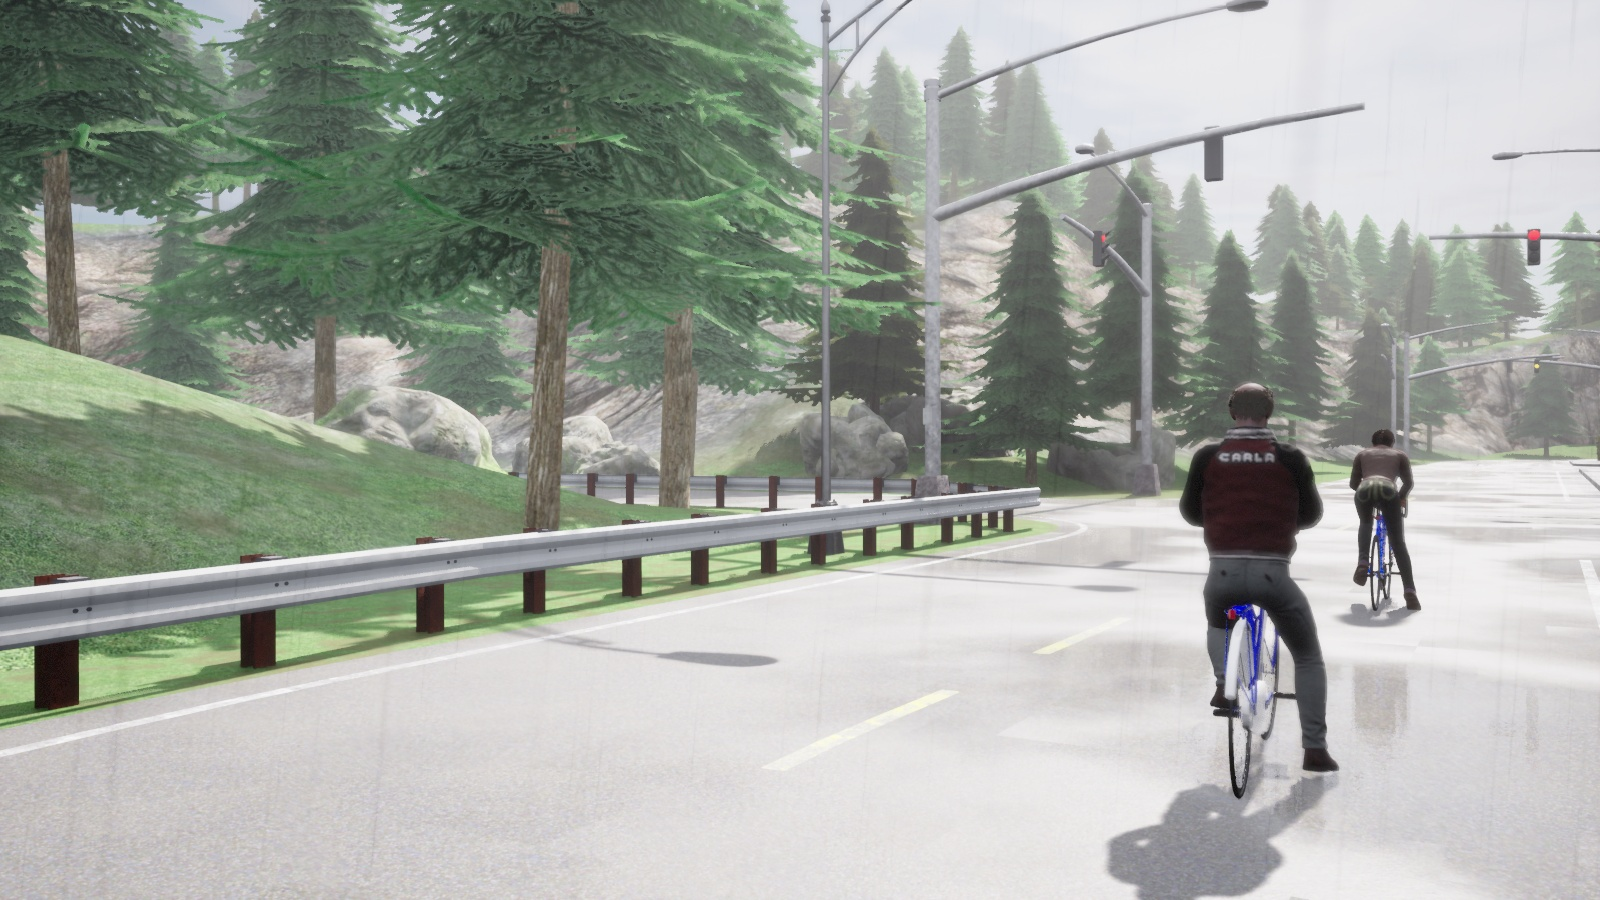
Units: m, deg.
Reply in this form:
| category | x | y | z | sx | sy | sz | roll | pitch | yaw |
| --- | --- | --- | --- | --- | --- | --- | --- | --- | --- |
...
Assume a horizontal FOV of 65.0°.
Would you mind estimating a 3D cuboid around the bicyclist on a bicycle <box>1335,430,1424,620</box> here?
| category | x | y | z | sx | sy | sz | roll | pitch | yaw |
| --- | --- | --- | --- | --- | --- | --- | --- | --- | --- |
| bicyclist on a bicycle | 5.347 | 0.638 | 11.548 | 0.582 | 1.620 | 1.656 | 0 | 0 | 30 |

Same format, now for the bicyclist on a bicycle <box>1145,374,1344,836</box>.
| category | x | y | z | sx | sy | sz | roll | pitch | yaw |
| --- | --- | --- | --- | --- | --- | --- | --- | --- | --- |
| bicyclist on a bicycle | 2.104 | 0.586 | 5.788 | 0.659 | 1.776 | 1.843 | 0 | 1 | 26 |
